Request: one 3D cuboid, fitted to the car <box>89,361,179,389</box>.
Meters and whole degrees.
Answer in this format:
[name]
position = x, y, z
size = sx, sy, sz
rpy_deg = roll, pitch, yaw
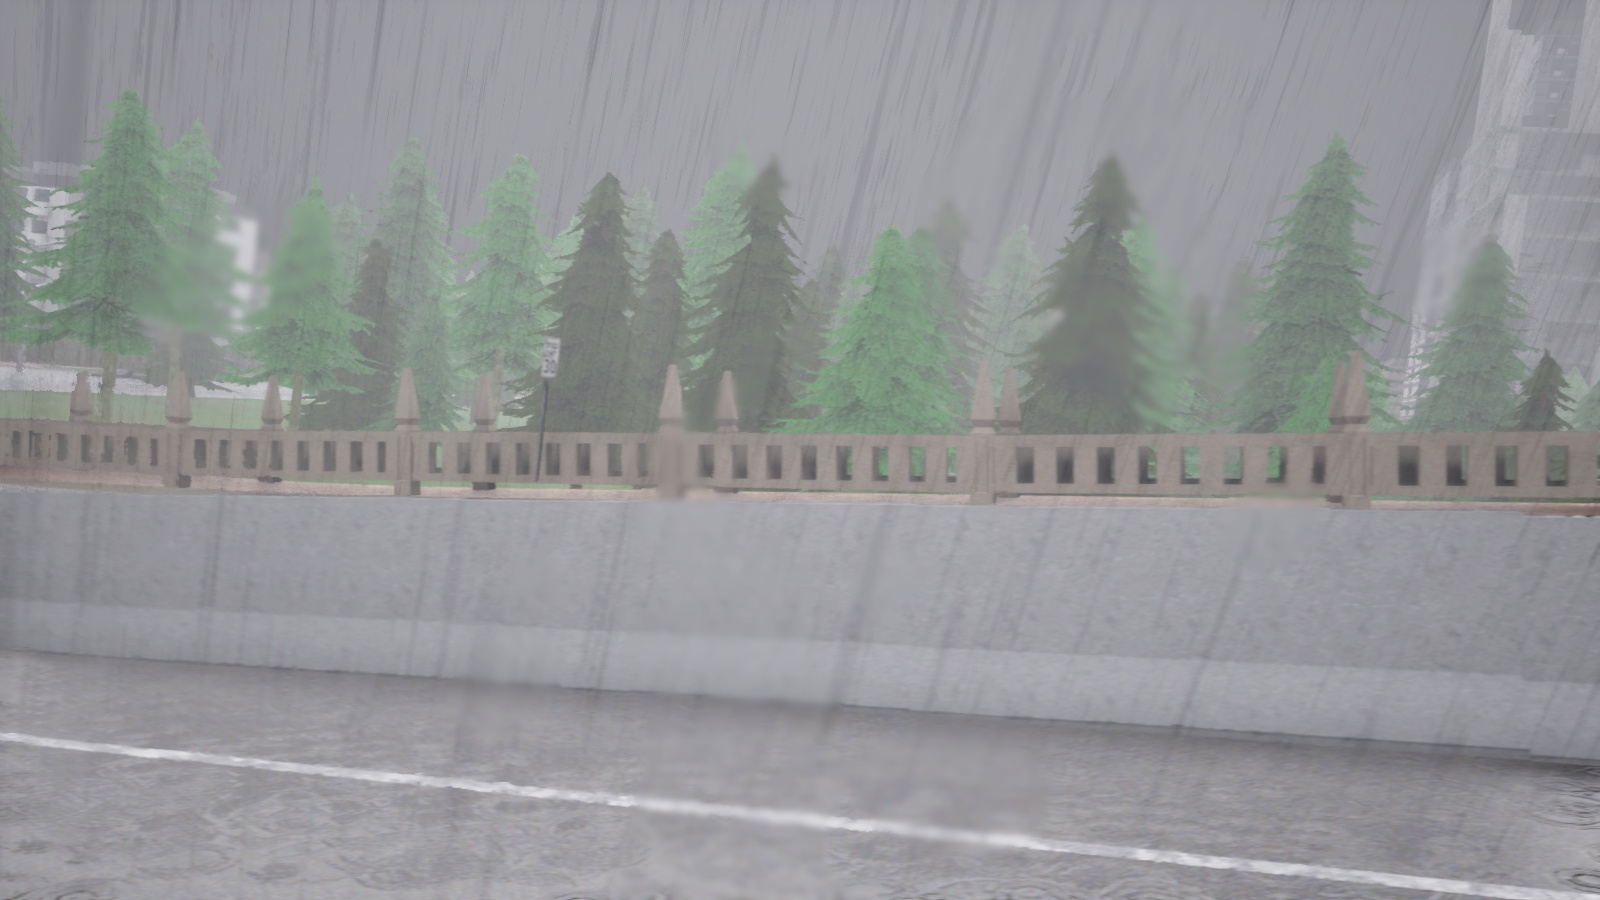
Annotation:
[car]
position = -41.095, -4.629, 77.621
size = 1.895, 1.301, 4.718
rpy_deg = 8, 3, 20
